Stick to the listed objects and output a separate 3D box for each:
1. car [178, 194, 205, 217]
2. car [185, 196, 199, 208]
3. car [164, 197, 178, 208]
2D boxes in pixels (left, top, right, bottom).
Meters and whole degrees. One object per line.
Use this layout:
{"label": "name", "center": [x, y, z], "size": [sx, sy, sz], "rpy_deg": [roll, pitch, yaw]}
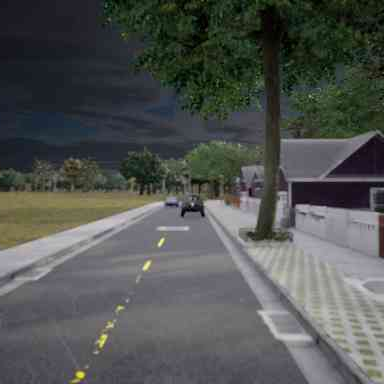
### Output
{"label": "car", "center": [0.070, 1.191, 31.522], "size": [2.150, 2.045, 5.566], "rpy_deg": [0, 0, 0]}
{"label": "car", "center": [0.004, 1.393, 48.254], "size": [1.882, 1.535, 5.008], "rpy_deg": [0, 1, 0]}
{"label": "car", "center": [-2.797, 1.399, 46.236], "size": [1.882, 1.535, 5.008], "rpy_deg": [0, 0, 0]}
